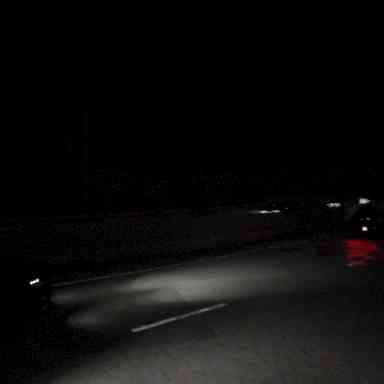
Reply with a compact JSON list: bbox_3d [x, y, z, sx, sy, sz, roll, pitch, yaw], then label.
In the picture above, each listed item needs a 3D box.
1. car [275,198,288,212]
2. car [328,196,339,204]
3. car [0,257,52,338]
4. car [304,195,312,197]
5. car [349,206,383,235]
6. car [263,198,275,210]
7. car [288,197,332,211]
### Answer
[{"bbox_3d":[10.947,1.564,36.081,1.994,1.385,4.181,0,0,34],"label":"car"},{"bbox_3d":[27.907,1.524,66.025,2.128,1.511,4.902,0,0,13],"label":"car"},{"bbox_3d":[-4.703,1.492,4.847,4.902,1.511,2.128,0,0,-36],"label":"car"},{"bbox_3d":[25.765,1.472,73.760,1.837,1.490,4.892,0,0,10],"label":"car"},{"bbox_3d":[10.032,1.506,17.874,1.837,1.490,4.892,0,0,43],"label":"car"},{"bbox_3d":[10.397,1.478,41.666,1.882,1.535,5.008,0,0,31],"label":"car"},{"bbox_3d":[10.572,1.478,29.581,1.882,1.535,5.008,0,0,37],"label":"car"}]
